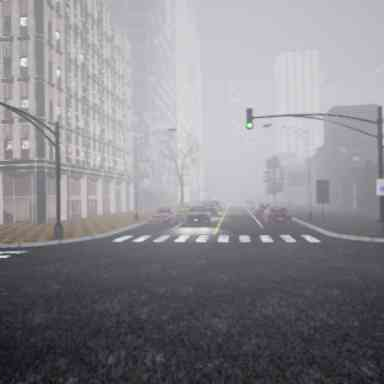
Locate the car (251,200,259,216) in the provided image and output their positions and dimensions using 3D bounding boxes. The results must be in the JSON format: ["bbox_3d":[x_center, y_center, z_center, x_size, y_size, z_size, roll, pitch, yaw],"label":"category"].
[{"bbox_3d":[7.598,1.772,35.350,1.802,1.307,4.206,-1,-1,7],"label":"car"}]

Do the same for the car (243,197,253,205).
[{"bbox_3d":[11.853,1.984,68.320,2.008,1.369,4.403,-1,-1,7],"label":"car"}]

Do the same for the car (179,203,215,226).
[{"bbox_3d":[0.441,1.783,25.279,1.994,1.385,4.181,-1,-1,5],"label":"car"}]

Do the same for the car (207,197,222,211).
[{"bbox_3d":[3.022,1.835,45.058,1.882,1.535,5.008,-1,-1,8],"label":"car"}]

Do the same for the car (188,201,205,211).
[{"bbox_3d":[0.706,1.970,47.411,2.008,1.369,4.403,-1,-1,7],"label":"car"}]

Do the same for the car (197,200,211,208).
[{"bbox_3d":[2.124,2.065,58.402,1.947,1.339,4.313,-1,-1,7],"label":"car"}]

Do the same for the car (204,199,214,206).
[{"bbox_3d":[3.543,2.166,69.391,1.802,1.307,4.206,-1,-1,7],"label":"car"}]

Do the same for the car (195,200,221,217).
[{"bbox_3d":[1.738,1.852,35.158,1.994,1.385,4.181,-1,-1,7],"label":"car"}]

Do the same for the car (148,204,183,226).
[{"bbox_3d":[-2.132,1.846,25.431,1.802,1.307,4.206,-1,-1,7],"label":"car"}]

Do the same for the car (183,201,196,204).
[{"bbox_3d":[-0.736,1.866,36.253,1.752,1.417,4.829,-1,-1,7],"label":"car"}]

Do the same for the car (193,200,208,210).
[{"bbox_3d":[1.415,2.025,52.906,1.947,1.339,4.313,-1,-1,7],"label":"car"}]

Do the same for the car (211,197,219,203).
[{"bbox_3d":[6.378,2.196,91.374,1.967,1.590,4.097,-1,-1,7],"label":"car"}]

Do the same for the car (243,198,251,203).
[{"bbox_3d":[13.981,2.128,84.806,1.947,1.339,4.313,-1,-1,7],"label":"car"}]

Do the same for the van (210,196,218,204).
[{"bbox_3d":[5.667,2.054,85.880,1.690,1.788,3.998,-1,-1,7],"label":"van"}]

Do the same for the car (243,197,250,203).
[{"bbox_3d":[14.712,2.131,90.470,1.752,1.417,4.829,-1,-1,7],"label":"car"}]

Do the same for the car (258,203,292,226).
[{"bbox_3d":[6.179,1.658,24.359,1.887,1.381,4.507,-1,-1,7],"label":"car"}]
